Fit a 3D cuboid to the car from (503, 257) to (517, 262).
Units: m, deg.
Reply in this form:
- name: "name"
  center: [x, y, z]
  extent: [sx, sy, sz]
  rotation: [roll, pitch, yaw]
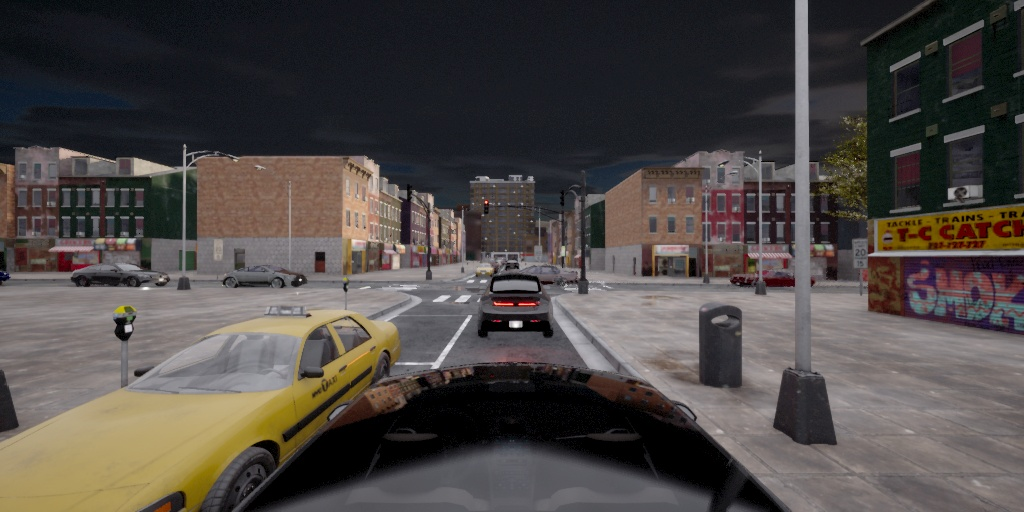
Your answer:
- name: "car"
  center: [0.033, 1.285, 52.801]
  extent: [1.882, 1.535, 5.008]
  rotation: [0, 0, 0]

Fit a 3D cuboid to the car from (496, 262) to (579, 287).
- name: "car"
  center: [1.774, 1.343, 24.233]
  extent: [5.357, 1.411, 2.033]
  rotation: [1, 0, 0]

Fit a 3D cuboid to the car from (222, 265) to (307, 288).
- name: "car"
  center: [-14.501, 1.220, 21.183]
  extent: [4.181, 1.385, 1.994]
  rotation: [0, 0, 0]

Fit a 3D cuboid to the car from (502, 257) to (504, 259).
- name: "car"
  center: [-2.710, 1.358, 63.112]
  extent: [1.751, 1.417, 4.829]
  rotation: [0, 0, 0]

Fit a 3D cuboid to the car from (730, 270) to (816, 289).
- name: "car"
  center: [17.551, 1.591, 24.336]
  extent: [4.718, 1.301, 1.895]
  rotation: [1, 0, 0]

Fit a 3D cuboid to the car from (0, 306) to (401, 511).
- name: "car"
  center: [-2.640, 1.275, 3.937]
  extent: [1.751, 1.417, 4.829]
  rotation: [0, 0, 0]

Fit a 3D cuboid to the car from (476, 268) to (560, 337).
- name: "car"
  center: [0.086, 1.257, 10.320]
  extent: [1.837, 1.490, 4.892]
  rotation: [0, 0, 0]

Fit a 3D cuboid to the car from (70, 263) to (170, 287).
- name: "car"
  center: [-23.022, 1.120, 21.133]
  extent: [4.674, 1.442, 1.812]
  rotation: [0, 0, 0]

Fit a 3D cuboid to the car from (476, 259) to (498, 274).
- name: "car"
  center: [-2.678, 1.302, 35.894]
  extent: [1.751, 1.417, 4.829]
  rotation: [0, 0, 0]

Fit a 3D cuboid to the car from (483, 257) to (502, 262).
- name: "car"
  center: [-2.685, 1.100, 41.507]
  extent: [2.192, 1.841, 5.009]
  rotation: [0, 0, 0]

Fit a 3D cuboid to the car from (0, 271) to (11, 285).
- name: "car"
  center: [-32.919, 1.144, 21.071]
  extent: [4.718, 1.301, 1.895]
  rotation: [0, 0, 0]
